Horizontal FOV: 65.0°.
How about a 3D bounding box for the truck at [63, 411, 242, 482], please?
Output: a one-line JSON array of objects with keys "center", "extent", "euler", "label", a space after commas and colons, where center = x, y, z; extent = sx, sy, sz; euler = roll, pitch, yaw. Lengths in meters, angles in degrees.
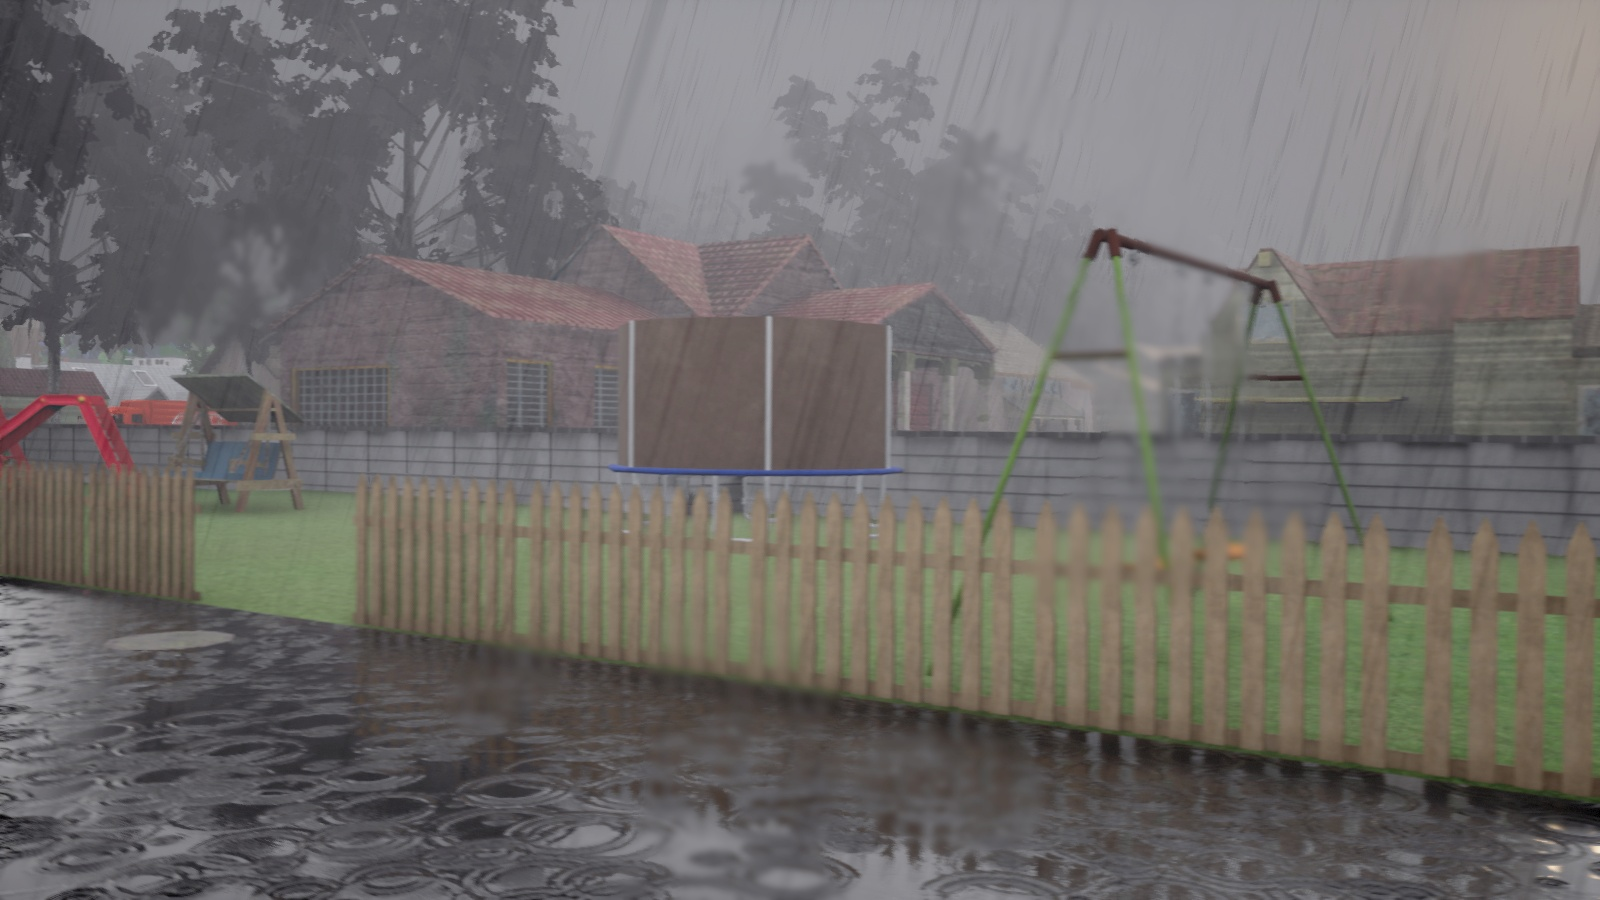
[{"center": [-23.800, -0.174, 46.372], "extent": [2.627, 2.467, 5.204], "euler": [0, 1, 33], "label": "truck"}]
